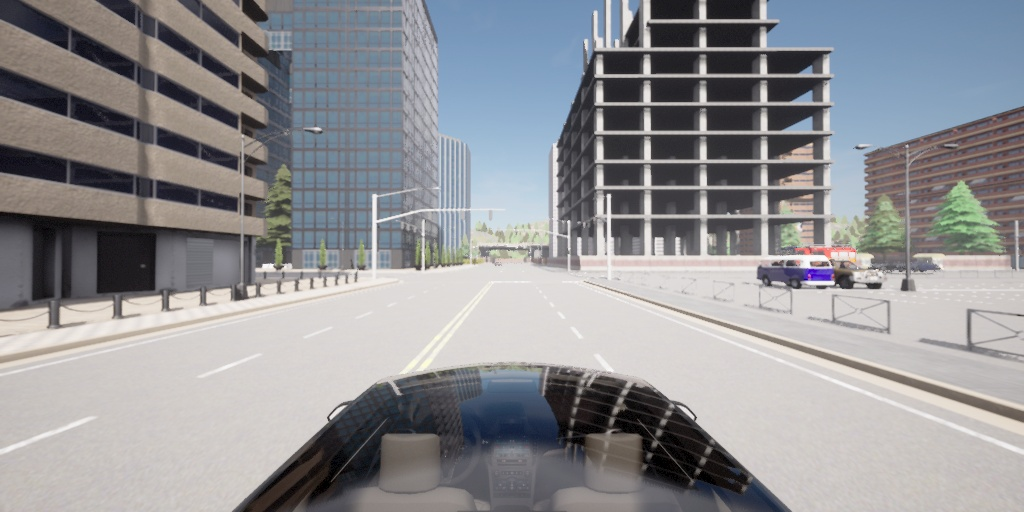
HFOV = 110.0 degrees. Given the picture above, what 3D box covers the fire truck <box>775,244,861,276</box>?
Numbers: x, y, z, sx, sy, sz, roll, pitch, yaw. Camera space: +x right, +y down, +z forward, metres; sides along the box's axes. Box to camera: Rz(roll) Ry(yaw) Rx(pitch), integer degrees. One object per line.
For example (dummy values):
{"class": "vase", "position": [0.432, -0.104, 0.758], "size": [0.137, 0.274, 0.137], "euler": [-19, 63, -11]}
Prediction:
{"class": "fire truck", "position": [41.215, 0.384, 48.538], "size": [8.468, 3.827, 2.891], "euler": [0, -1, 0]}
